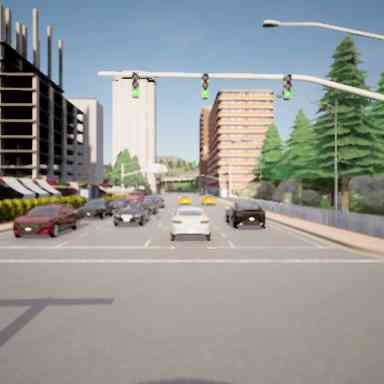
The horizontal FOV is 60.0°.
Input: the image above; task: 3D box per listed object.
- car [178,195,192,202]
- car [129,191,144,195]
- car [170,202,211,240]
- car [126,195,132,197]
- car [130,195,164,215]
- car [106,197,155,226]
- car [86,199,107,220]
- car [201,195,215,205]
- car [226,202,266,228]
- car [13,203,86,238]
[{"bbox_3d":[-1.041,1.183,49.686,1.882,1.535,5.008,0,0,-1],"label":"car"},{"bbox_3d":[-7.978,0.930,47.187,2.150,2.045,5.566,0,0,-1],"label":"car"},{"bbox_3d":[-0.093,1.429,16.358,1.812,1.442,4.674,0,0,-1],"label":"car"},{"bbox_3d":[-7.757,1.318,36.704,2.033,1.411,5.357,0,0,-1],"label":"car"},{"bbox_3d":[-4.145,1.300,31.244,2.128,1.511,4.902,0,0,-1],"label":"car"},{"bbox_3d":[-3.927,1.354,22.116,2.128,1.511,4.902,0,0,-1],"label":"car"},{"bbox_3d":[-7.536,1.309,26.542,1.882,1.535,5.008,0,0,-1],"label":"car"},{"bbox_3d":[2.448,1.185,50.306,1.882,1.535,5.008,0,1,-1],"label":"car"},{"bbox_3d":[3.293,1.358,21.137,1.882,1.535,5.008,0,0,-1],"label":"car"},{"bbox_3d":[-7.306,1.364,17.195,1.882,1.535,5.008,0,0,-1],"label":"car"}]
